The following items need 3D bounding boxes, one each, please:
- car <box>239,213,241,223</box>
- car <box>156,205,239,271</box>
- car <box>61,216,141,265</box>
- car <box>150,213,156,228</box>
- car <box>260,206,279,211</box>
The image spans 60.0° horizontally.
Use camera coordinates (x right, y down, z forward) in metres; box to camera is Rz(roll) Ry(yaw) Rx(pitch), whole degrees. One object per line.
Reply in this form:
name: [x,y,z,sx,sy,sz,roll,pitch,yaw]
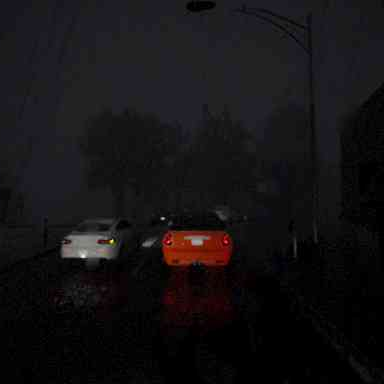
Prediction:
car: [2.338,1.673,24.365,1.812,1.442,4.674,-2,-2,19]
car: [0.207,1.409,11.298,2.097,1.767,4.553,0,0,2]
car: [-3.032,1.588,11.799,1.812,1.442,4.674,0,0,2]
car: [-1.434,1.733,23.498,1.994,1.385,4.181,-1,-2,13]
car: [19.042,4.181,81.158,4.902,1.511,2.128,-4,-6,41]
